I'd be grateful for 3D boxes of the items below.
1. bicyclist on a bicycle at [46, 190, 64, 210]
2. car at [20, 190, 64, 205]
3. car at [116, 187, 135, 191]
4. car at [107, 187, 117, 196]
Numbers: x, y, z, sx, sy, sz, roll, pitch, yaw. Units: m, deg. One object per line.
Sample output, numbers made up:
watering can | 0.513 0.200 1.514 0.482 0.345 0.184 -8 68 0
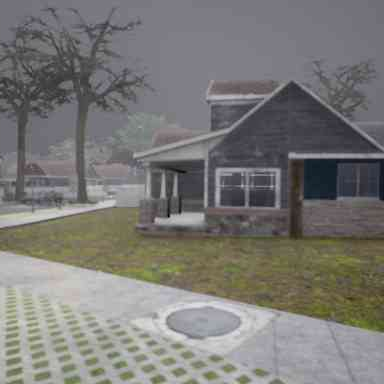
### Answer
bicyclist on a bicycle | -11.330 0.680 27.483 1.656 1.620 0.582 1 2 10
car | -15.825 0.551 35.577 2.033 1.411 5.357 1 2 10
car | -9.779 0.019 52.676 1.895 1.301 4.718 1 2 11
car | -12.320 -0.116 54.567 1.994 1.385 4.181 1 2 11
